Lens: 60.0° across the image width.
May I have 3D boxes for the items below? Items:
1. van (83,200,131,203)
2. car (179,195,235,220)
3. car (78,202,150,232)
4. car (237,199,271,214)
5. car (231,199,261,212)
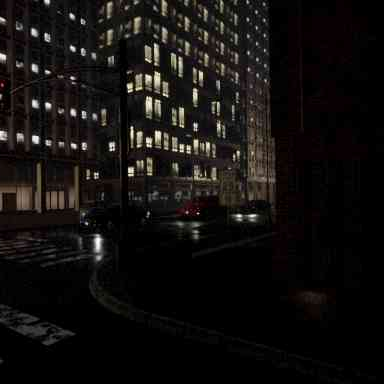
[{"bbox_3d":[-6.030,1.460,23.491,1.690,1.788,3.998,-2,-1,36],"label":"van"},{"bbox_3d":[1.205,1.307,29.149,2.150,2.045,5.566,-1,-1,36],"label":"car"},{"bbox_3d":[-4.683,1.571,20.958,1.837,1.490,4.892,-1,-1,33],"label":"car"},{"bbox_3d":[7.208,1.584,37.512,1.882,1.535,5.008,-1,-1,36],"label":"car"},{"bbox_3d":[6.798,1.689,41.405,1.752,1.417,4.829,-2,-1,36],"label":"car"}]
